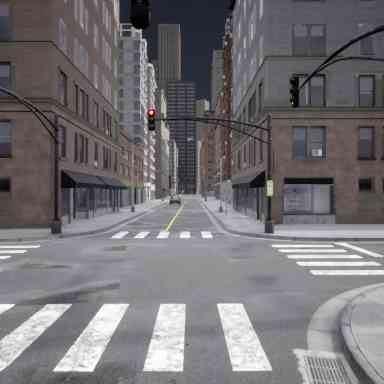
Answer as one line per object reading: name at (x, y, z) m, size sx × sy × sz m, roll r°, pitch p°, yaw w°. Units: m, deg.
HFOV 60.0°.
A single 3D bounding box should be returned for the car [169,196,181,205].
car at (-2.987, 1.457, 59.698) m, size 1.882 × 1.535 × 5.008 m, roll 0°, pitch 0°, yaw 0°
